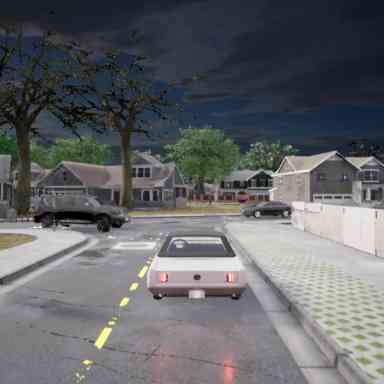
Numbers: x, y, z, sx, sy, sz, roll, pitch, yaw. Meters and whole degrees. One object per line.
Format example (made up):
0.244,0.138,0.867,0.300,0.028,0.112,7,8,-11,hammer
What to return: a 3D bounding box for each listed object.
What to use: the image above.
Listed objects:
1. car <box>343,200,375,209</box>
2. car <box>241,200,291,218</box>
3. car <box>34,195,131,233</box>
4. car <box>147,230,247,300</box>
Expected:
15.870,1.588,33.212,4.892,1.490,1.837,0,0,-17,car
6.793,1.549,30.131,4.892,1.490,1.837,0,0,-19,car
-6.421,1.194,19.624,5.566,2.045,2.150,0,-1,11,car
0.100,1.600,8.361,1.895,1.301,4.718,0,0,0,car
